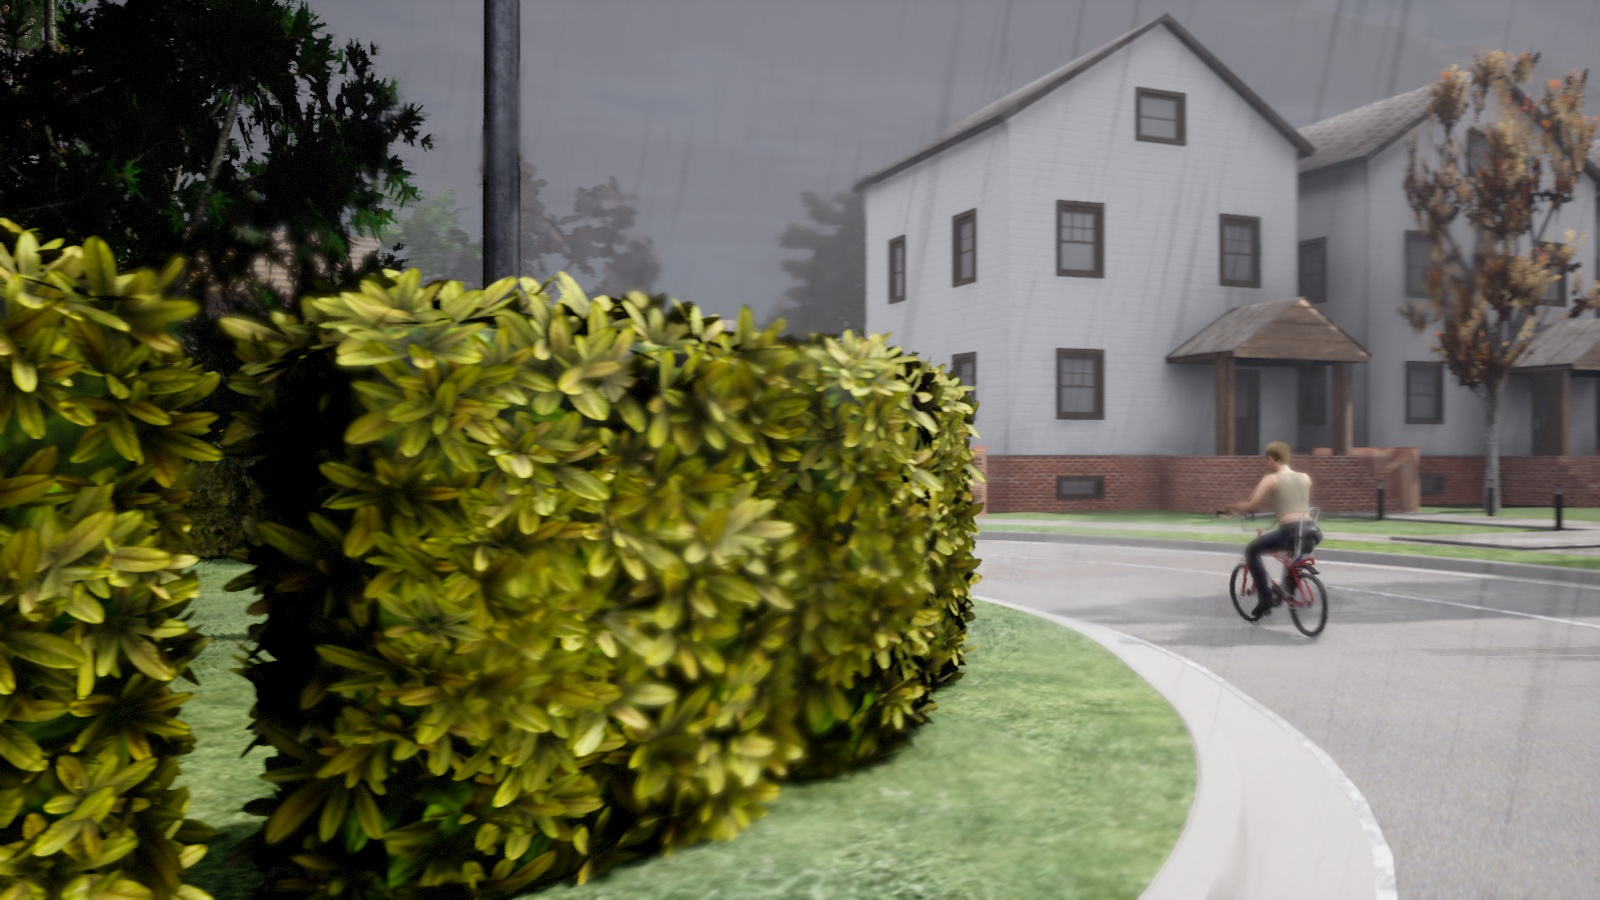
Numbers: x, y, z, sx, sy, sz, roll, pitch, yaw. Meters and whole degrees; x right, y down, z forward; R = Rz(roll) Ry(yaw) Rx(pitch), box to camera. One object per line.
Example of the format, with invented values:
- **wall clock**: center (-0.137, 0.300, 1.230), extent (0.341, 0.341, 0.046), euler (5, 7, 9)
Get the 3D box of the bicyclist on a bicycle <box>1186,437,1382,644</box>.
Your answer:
- **bicyclist on a bicycle**: center (4.089, 0.719, 10.746), extent (0.866, 1.612, 1.509), euler (-2, 0, -9)
